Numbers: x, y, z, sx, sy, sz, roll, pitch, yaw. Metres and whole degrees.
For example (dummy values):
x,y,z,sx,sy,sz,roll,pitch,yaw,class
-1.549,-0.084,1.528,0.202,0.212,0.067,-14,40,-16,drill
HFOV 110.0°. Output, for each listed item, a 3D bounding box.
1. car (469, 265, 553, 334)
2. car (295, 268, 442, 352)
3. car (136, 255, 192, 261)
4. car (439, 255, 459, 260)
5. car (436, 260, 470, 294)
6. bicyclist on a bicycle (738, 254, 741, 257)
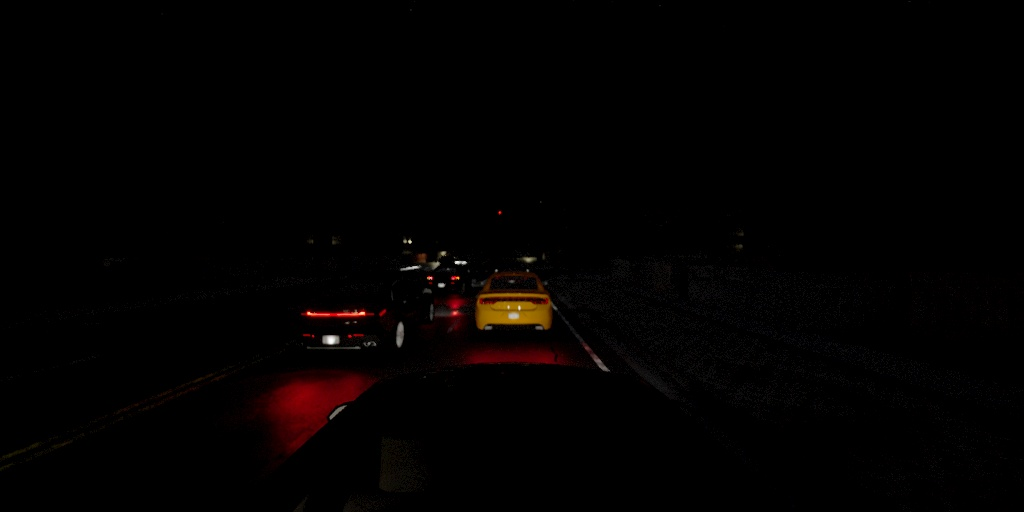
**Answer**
x,y,z,sx,sy,sz,roll,pitch,yaw,class
0.059,1.182,10.521,1.882,1.535,5.008,0,0,0,car
-3.195,1.221,8.759,1.837,1.490,4.892,0,0,0,car
-29.963,0.943,31.493,5.566,2.045,2.150,0,1,3,car
-9.940,0.664,54.777,2.128,1.511,4.902,0,1,0,car
-3.253,1.159,18.944,1.812,1.442,4.674,0,1,1,car
18.397,0.698,28.842,0.582,1.620,1.656,0,0,-2,bicyclist on a bicycle
